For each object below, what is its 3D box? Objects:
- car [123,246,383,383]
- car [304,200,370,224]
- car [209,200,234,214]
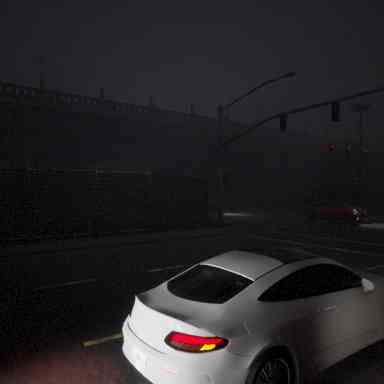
[{"bbox_3d":[1.343,1.526,4.745,4.674,1.442,1.812,0,0,-35],"label":"car"},{"bbox_3d":[10.890,1.382,25.113,2.097,1.767,4.553,0,0,-36],"label":"car"},{"bbox_3d":[2.301,1.603,37.141,2.033,1.411,5.357,0,0,-36],"label":"car"}]
